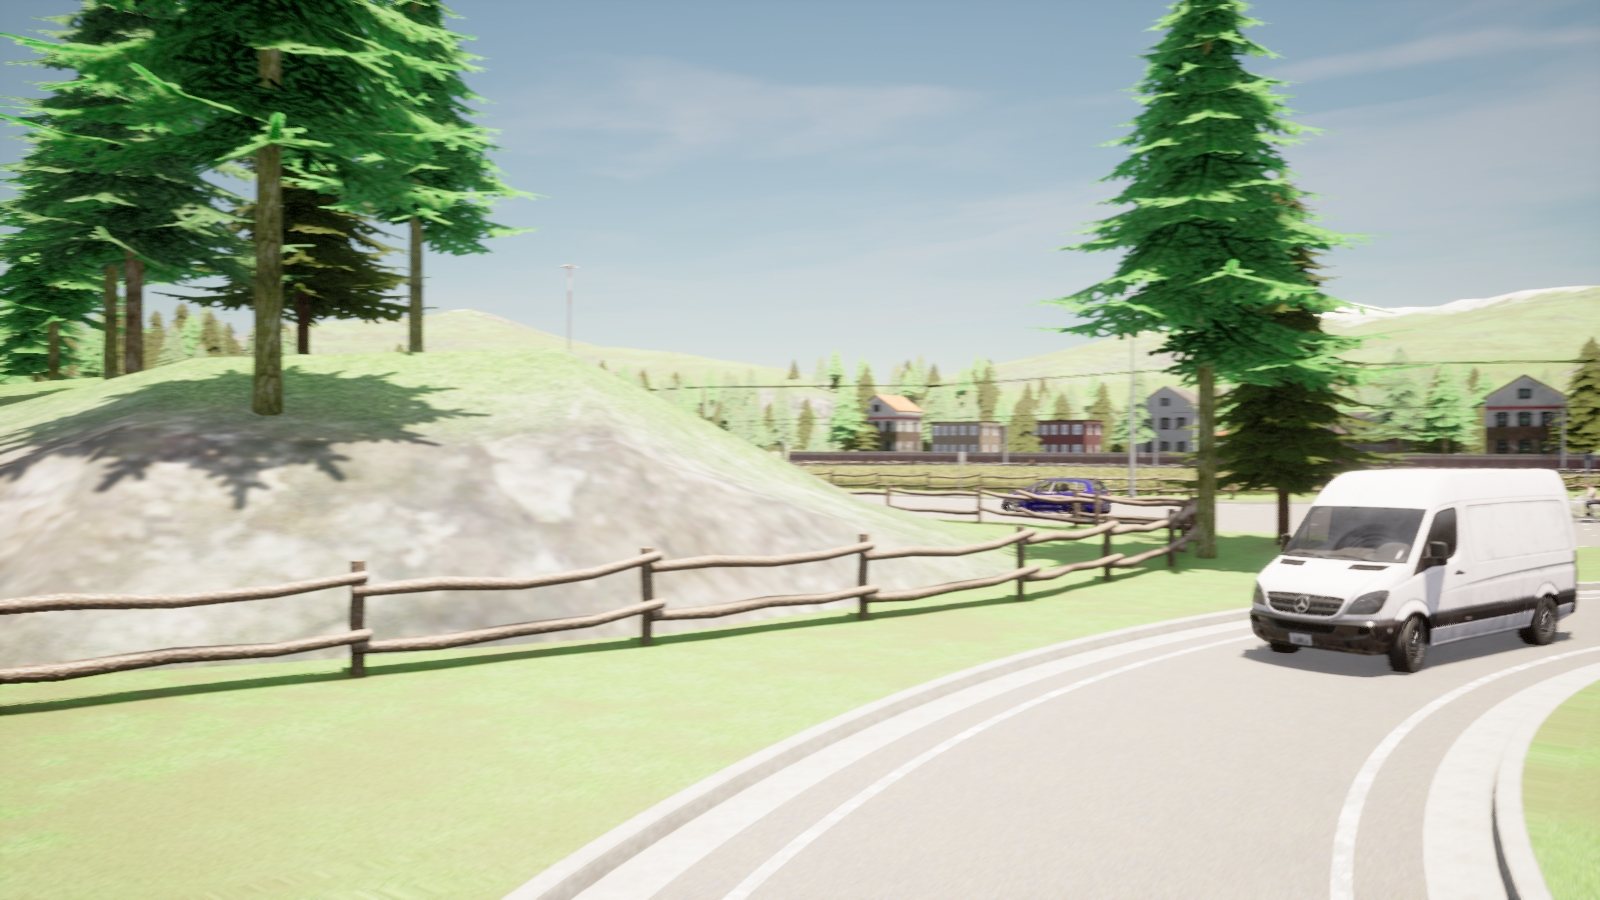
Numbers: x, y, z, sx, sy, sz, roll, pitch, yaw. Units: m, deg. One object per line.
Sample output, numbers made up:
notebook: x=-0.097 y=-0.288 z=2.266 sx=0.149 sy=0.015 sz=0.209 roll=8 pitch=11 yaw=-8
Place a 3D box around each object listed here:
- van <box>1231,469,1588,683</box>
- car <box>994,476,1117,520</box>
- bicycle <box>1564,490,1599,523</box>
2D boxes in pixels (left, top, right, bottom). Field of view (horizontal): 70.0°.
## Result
van: x=8.868 y=1.566 z=16.365 sx=5.915 sy=2.561 sz=1.988 roll=0 pitch=-1 yaw=-35
car: x=10.850 y=2.009 z=48.673 sx=4.611 sy=1.667 sz=2.242 roll=0 pitch=0 yaw=37
bicycle: x=31.767 y=2.270 z=46.146 sx=1.487 sy=1.276 sz=0.859 roll=0 pitch=0 yaw=37
